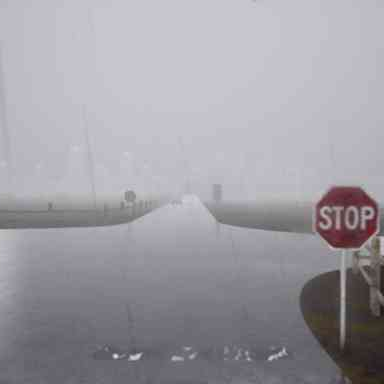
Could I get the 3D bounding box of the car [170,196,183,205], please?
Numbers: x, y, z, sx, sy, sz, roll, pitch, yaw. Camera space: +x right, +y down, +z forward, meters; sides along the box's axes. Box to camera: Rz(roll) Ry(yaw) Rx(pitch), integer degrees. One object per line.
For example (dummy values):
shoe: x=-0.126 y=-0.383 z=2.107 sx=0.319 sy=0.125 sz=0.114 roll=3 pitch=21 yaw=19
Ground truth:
car: x=-2.615 y=1.412 z=56.016 sx=1.837 sy=1.490 sz=4.892 roll=0 pitch=0 yaw=0
